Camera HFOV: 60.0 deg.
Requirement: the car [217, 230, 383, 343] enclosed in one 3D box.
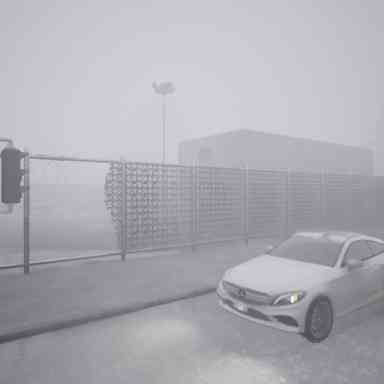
[{"bbox_3d":[2.618,1.523,6.593,4.674,1.442,1.812,0,0,-37],"label":"car"}]
